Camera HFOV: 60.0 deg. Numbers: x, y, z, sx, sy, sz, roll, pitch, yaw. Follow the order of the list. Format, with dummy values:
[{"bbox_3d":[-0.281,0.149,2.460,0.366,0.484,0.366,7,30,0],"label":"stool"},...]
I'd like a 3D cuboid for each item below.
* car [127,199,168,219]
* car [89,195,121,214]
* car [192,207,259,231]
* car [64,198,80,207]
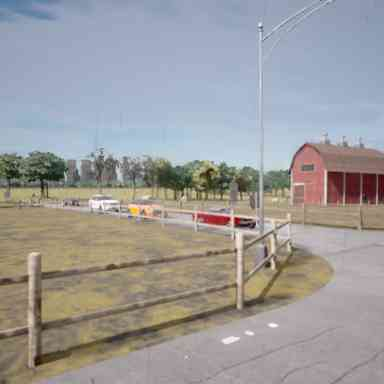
[{"bbox_3d":[-4.008,1.406,29.534,2.097,1.767,4.553,-1,0,-35],"label":"car"},{"bbox_3d":[-10.075,1.340,38.172,2.150,2.045,5.566,-1,0,-35],"label":"car"},{"bbox_3d":[2.108,1.627,20.905,1.895,1.301,4.718,-1,1,-36],"label":"car"},{"bbox_3d":[-21.576,1.833,59.635,1.837,1.490,4.892,-1,0,-35],"label":"car"}]
